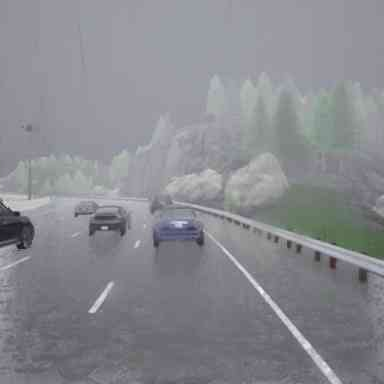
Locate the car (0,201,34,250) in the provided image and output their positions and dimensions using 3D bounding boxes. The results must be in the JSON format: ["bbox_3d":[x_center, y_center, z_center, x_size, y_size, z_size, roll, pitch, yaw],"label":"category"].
[{"bbox_3d":[-7.374,1.234,11.189,2.150,2.045,5.566,0,0,-4],"label":"car"}]

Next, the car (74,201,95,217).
[{"bbox_3d":[-9.737,1.563,31.102,2.033,1.411,5.357,0,0,-10],"label":"car"}]

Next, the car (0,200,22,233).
[{"bbox_3d":[-11.551,1.372,18.634,2.097,1.767,4.553,0,0,-6],"label":"car"}]

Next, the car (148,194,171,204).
[{"bbox_3d":[-3.260,1.224,34.535,2.150,2.045,5.566,0,0,-10],"label":"car"}]

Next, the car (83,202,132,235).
[{"bbox_3d":[-4.526,1.511,18.749,1.837,1.490,4.892,0,0,-6],"label":"car"}]

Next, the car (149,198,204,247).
[{"bbox_3d":[-0.696,1.352,15.313,2.097,1.767,4.553,0,0,-5],"label":"car"}]
